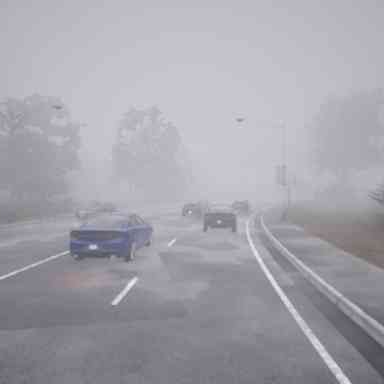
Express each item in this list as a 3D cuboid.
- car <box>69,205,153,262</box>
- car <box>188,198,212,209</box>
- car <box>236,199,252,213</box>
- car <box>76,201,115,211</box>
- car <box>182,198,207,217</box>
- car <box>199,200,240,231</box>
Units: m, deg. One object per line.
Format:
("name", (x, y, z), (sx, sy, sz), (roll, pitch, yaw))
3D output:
("car", (-2.725, 1.477, 12.279), (1.882, 1.535, 5.008), (0, 0, 5))
("car", (1.259, 1.578, 48.263), (2.033, 1.411, 5.357), (0, 0, 19))
("car", (5.770, 1.542, 38.564), (2.128, 1.511, 4.902), (0, 0, 16))
("car", (-7.818, 1.476, 27.562), (2.128, 1.511, 4.902), (0, 0, 11))
("car", (0.356, 1.527, 31.514), (1.837, 1.490, 4.892), (0, 0, 12))
("car", (1.848, 1.500, 20.715), (1.882, 1.535, 5.008), (0, 0, 8))
